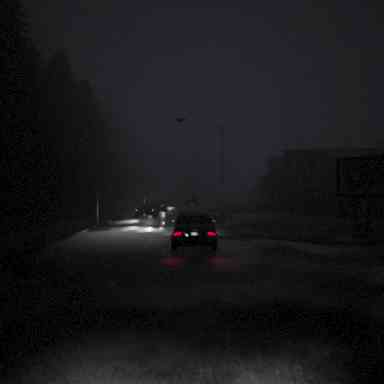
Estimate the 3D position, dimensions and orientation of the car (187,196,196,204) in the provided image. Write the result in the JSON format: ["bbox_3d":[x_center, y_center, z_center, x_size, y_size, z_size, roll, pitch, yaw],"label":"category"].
[{"bbox_3d":[-0.095,1.628,68.138,1.837,1.490,4.892,0,0,0],"label":"car"}]

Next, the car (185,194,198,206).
[{"bbox_3d":[-0.081,1.339,57.748,2.150,2.045,5.566,0,0,0],"label":"car"}]

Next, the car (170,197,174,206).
[{"bbox_3d":[-4.109,1.603,55.590,2.128,1.511,4.902,0,0,1],"label":"car"}]

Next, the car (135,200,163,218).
[{"bbox_3d":[-4.132,1.665,31.136,1.895,1.301,4.718,0,0,0],"label":"car"}]

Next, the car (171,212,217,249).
[{"bbox_3d":[0.080,1.576,14.563,2.033,1.411,5.357,0,0,0],"label":"car"}]

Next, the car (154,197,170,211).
[{"bbox_3d":[-4.133,1.590,41.554,1.837,1.490,4.892,0,0,0],"label":"car"}]
